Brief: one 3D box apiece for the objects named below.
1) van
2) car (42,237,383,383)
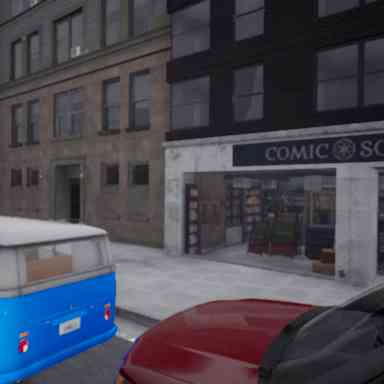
[{"bbox_3d":[-2.897,1.270,4.879,3.998,1.788,1.690,1,0,36],"label":"van"},{"bbox_3d":[1.725,1.323,1.580,5.009,1.841,2.192,1,0,36],"label":"car"}]
